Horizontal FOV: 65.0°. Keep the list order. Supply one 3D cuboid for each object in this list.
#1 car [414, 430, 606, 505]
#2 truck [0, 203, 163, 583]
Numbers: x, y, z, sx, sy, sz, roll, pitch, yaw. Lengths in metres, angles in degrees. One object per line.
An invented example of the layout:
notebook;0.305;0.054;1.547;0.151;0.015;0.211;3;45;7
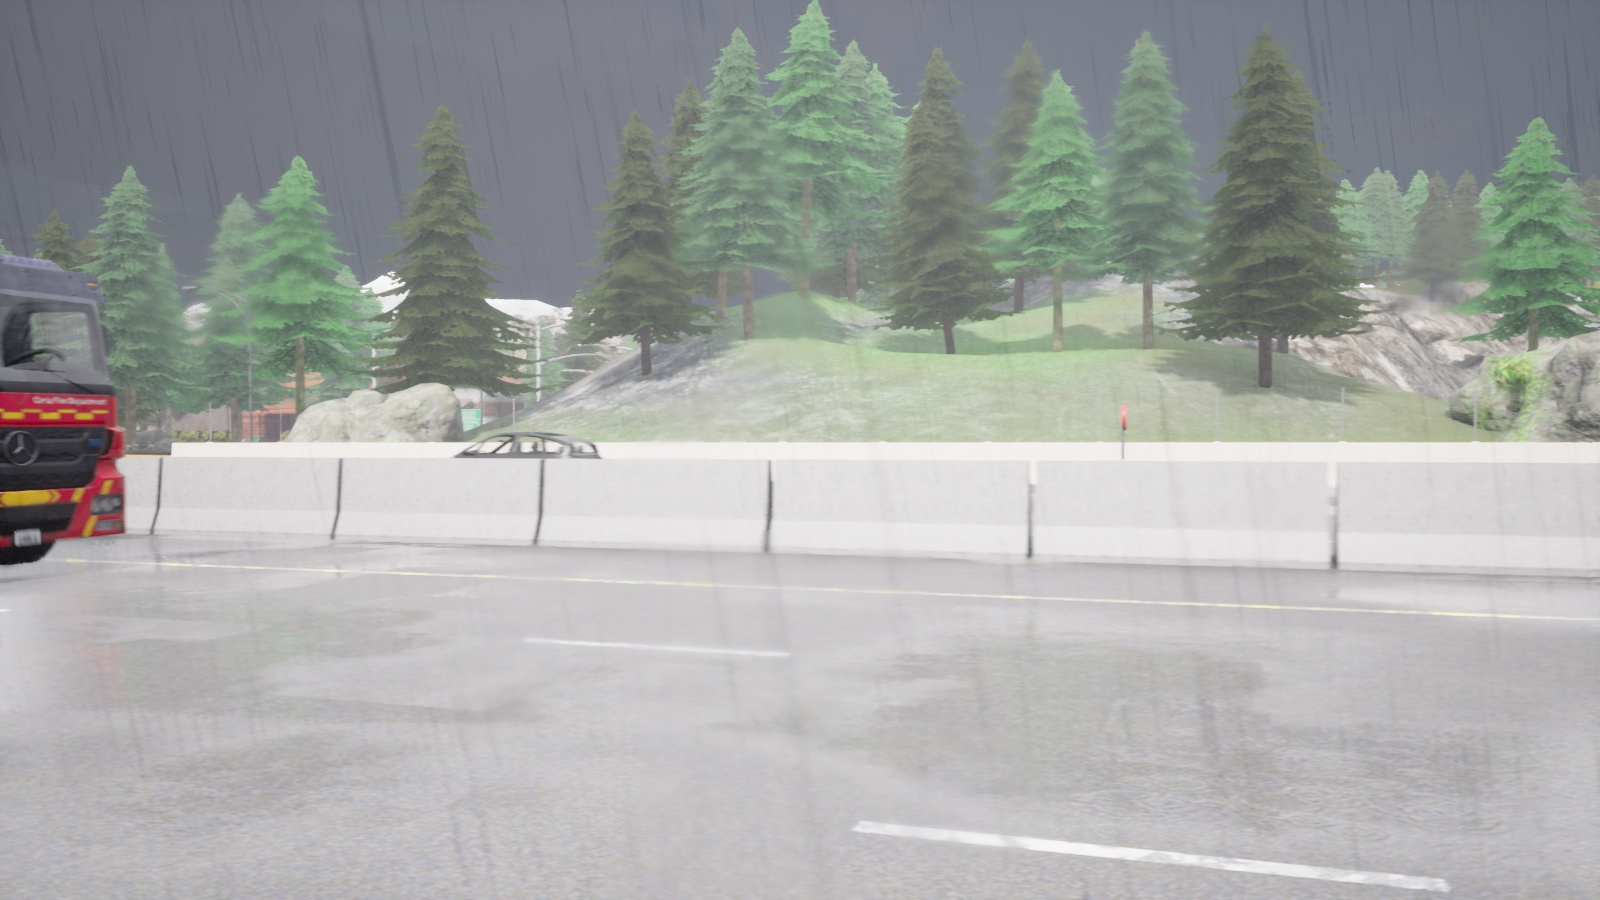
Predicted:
car;-6.337;0.341;27.480;3.705;1.549;1.789;1;1;19
truck;-11.879;-0.616;14.558;8.468;3.827;2.891;1;1;19
